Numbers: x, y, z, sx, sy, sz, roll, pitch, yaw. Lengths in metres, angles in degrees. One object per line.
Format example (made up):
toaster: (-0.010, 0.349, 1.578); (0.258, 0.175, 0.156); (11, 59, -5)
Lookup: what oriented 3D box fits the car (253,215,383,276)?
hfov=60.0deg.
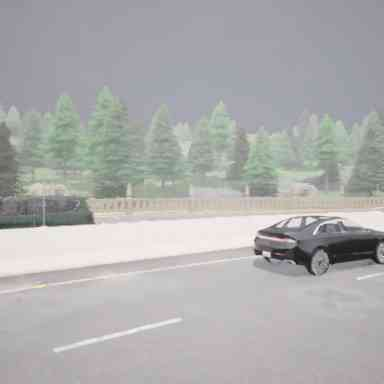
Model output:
car: (4.121, 1.464, 10.191); (4.902, 1.511, 2.128); (0, 0, -30)

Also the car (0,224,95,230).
car: (-6.380, 1.163, 12.190); (5.566, 2.045, 2.150); (0, 0, -34)
